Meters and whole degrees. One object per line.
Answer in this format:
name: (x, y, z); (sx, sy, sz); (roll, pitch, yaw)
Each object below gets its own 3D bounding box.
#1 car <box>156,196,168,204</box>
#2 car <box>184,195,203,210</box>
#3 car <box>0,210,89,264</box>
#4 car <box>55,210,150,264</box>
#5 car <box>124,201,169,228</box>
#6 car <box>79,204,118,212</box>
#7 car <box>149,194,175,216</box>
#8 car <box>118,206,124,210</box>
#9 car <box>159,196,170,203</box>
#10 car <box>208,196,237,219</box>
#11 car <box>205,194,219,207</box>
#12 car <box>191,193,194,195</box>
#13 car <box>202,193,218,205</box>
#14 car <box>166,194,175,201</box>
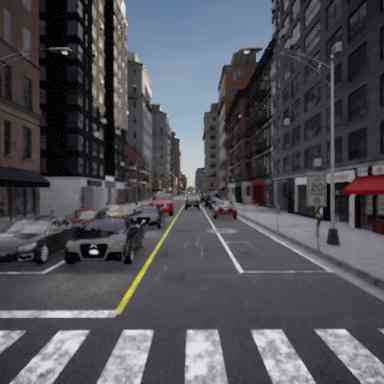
car: (-5.394, 1.440, 60.600); (1.752, 1.417, 4.829); (0, 0, 0)
car: (0.046, 1.427, 41.813); (1.837, 1.490, 4.892); (0, 0, 0)
car: (-5.393, 1.549, 11.685); (2.008, 1.369, 4.403); (0, 0, 0)
car: (-2.853, 1.551, 11.653); (1.994, 1.385, 4.181); (0, 0, 0)
car: (-2.852, 1.535, 21.627); (1.994, 1.385, 4.181); (0, 0, 0)
car: (-5.393, 1.535, 17.140); (1.887, 1.381, 4.507); (0, 0, 0)
car: (-2.848, 1.175, 32.286); (2.150, 2.045, 5.566); (0, 0, 0)
car: (-5.393, 1.507, 22.424); (1.752, 1.417, 4.829); (0, 0, 0)
car: (-5.394, 1.489, 66.224); (1.802, 1.307, 4.206); (0, 0, 0)
car: (2.632, 1.375, 28.040); (1.967, 1.590, 4.097); (0, 0, 0)
car: (3.014, 1.413, 41.726); (1.837, 1.490, 4.892); (0, 0, 0)
car: (-0.007, 1.383, 51.301); (1.882, 1.535, 5.008); (0, 0, 0)
car: (2.973, 1.124, 48.756); (2.150, 2.045, 5.566); (0, 0, 0)
car: (-5.396, 1.335, 82.584); (1.967, 1.590, 4.097); (0, 0, 0)
